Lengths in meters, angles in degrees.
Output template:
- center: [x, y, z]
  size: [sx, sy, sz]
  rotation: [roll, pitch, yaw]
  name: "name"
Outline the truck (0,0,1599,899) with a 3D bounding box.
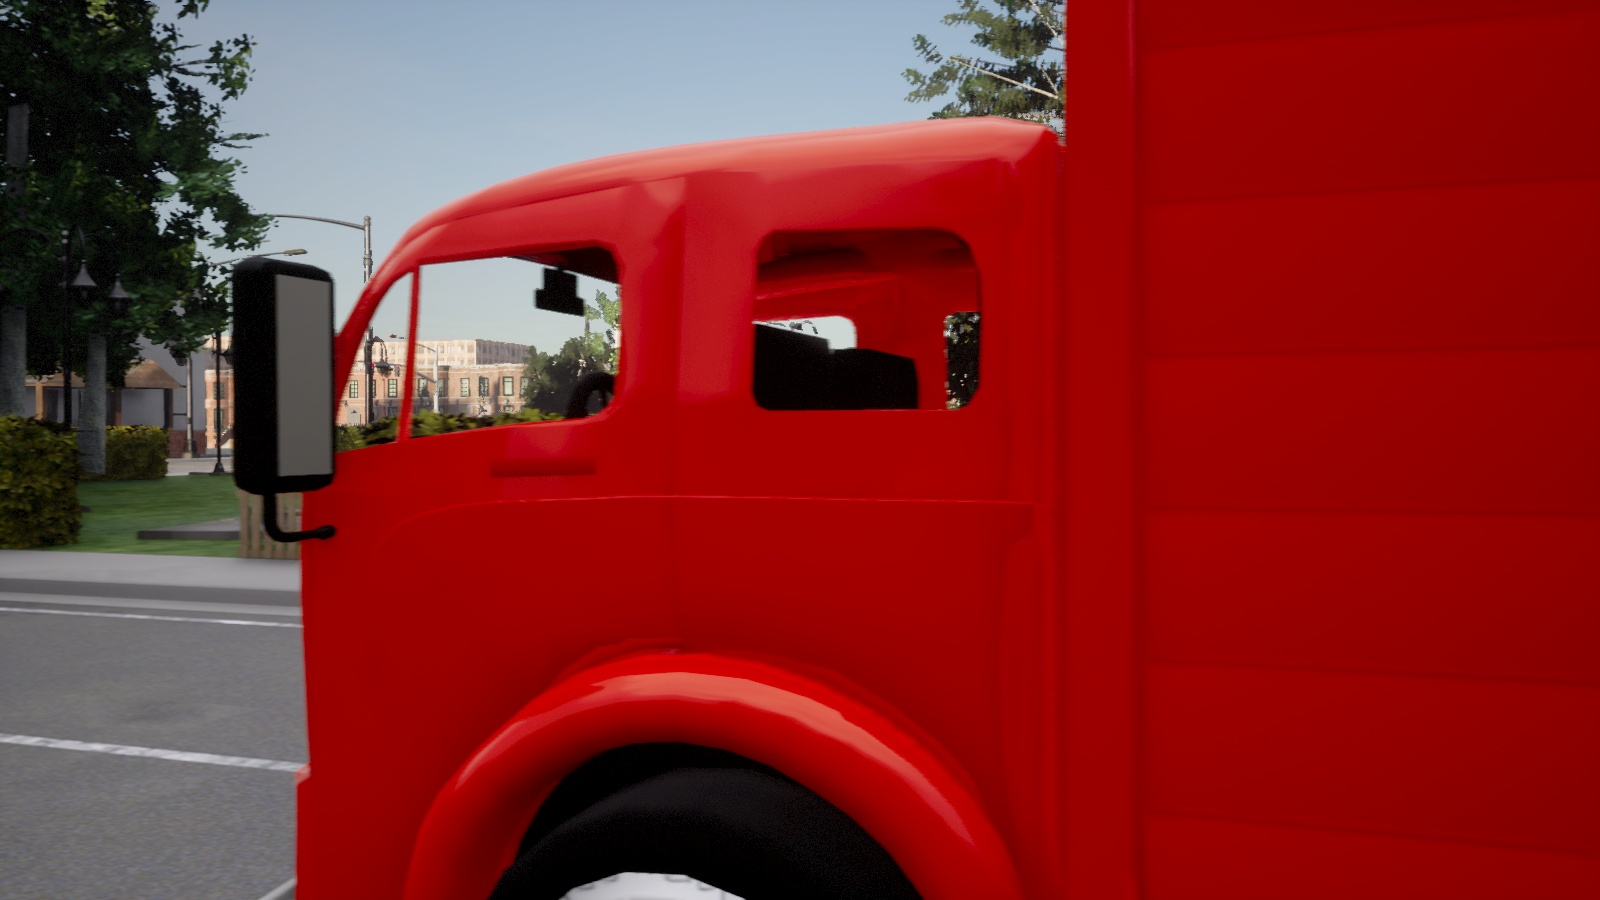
- center: [1.340, 0.300, 2.736]
  size: [5.204, 2.467, 2.627]
  rotation: [0, 1, 19]
  name: "truck"
